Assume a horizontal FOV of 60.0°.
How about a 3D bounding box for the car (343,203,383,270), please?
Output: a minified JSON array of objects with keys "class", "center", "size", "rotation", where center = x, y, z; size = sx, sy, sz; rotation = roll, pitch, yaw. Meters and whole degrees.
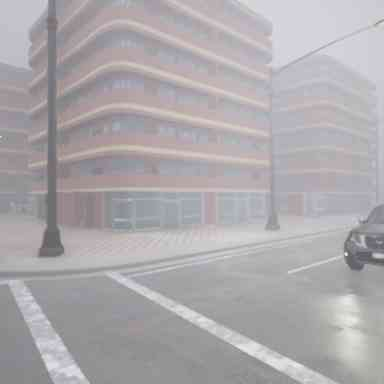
[{"class":"car","center":[6.970,1.372,10.820],"size":[5.566,2.045,2.150],"rotation":[1,-1,-44]}]
